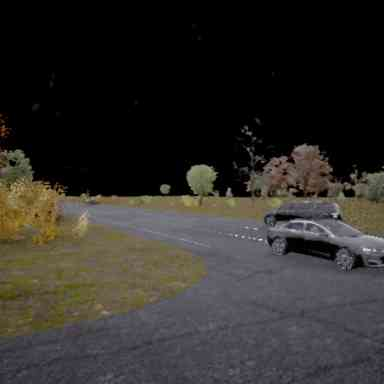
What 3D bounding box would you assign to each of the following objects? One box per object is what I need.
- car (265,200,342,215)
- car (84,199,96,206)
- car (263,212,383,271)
[{"bbox_3d":[7.213,1.574,22.106,2.150,2.045,5.566,0,0,-29],"label":"car"},{"bbox_3d":[-23.186,2.282,75.839,1.837,1.490,4.892,0,0,-29],"label":"car"},{"bbox_3d":[4.820,1.746,12.112,2.128,1.511,4.902,0,-1,-29],"label":"car"}]
